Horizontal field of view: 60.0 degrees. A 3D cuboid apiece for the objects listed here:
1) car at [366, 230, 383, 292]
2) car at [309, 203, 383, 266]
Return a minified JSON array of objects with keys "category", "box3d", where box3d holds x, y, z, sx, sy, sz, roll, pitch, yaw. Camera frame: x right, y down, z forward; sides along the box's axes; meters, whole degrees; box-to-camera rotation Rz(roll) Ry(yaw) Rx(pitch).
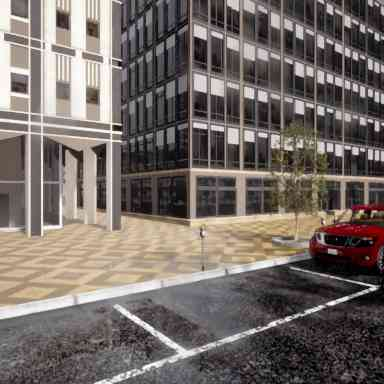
[{"category":"car","box3d":[5.905,1.563,7.256,4.181,1.385,1.994,0,0,-36]},{"category":"car","box3d":[5.874,1.314,10.582,5.009,1.841,2.192,0,0,-36]}]
